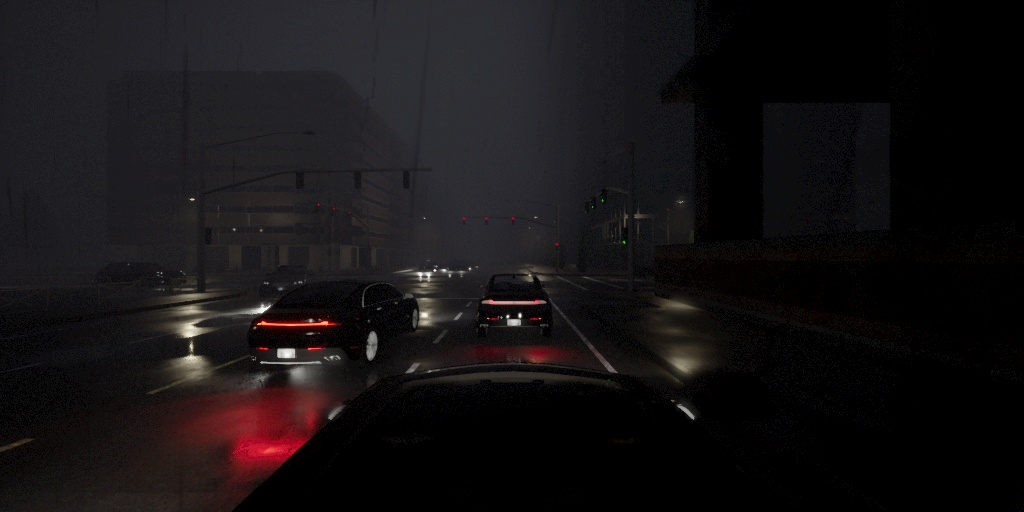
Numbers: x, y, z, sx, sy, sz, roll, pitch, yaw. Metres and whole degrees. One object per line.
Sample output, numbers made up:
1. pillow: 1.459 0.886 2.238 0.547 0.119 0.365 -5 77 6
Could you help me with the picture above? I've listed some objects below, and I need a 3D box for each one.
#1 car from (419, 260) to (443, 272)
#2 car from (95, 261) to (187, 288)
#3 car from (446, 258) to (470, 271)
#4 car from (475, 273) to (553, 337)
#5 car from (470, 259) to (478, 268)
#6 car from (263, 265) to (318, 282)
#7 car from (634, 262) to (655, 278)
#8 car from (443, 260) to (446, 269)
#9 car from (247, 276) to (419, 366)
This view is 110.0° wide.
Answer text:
1. car: -11.005 1.241 47.538 2.128 1.511 4.902 0 0 0
2. car: -24.278 1.157 23.620 4.553 1.767 2.097 0 0 0
3. car: -7.512 1.227 50.310 1.882 1.535 5.008 0 0 0
4. car: 0.055 1.242 10.274 2.128 1.511 4.902 0 0 0
5. car: -7.437 1.314 60.327 1.994 1.385 4.181 0 0 1
6. car: -11.346 1.250 18.606 2.128 1.511 4.902 1 -1 -20
7. car: 13.932 1.297 34.272 4.902 1.511 2.128 0 0 0
8. car: -10.979 1.351 56.882 1.895 1.301 4.718 0 0 1
9. car: -3.454 1.255 7.953 1.837 1.490 4.892 0 0 0
